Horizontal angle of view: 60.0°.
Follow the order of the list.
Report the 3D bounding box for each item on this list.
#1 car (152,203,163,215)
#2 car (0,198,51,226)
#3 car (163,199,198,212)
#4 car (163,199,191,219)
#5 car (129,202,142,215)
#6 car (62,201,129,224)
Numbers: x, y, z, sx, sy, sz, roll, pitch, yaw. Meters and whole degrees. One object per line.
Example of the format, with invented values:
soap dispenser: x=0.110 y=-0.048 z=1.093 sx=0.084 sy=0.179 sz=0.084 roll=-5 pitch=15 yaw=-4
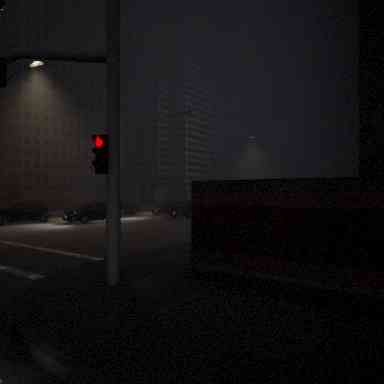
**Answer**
car: x=-1.877 y=1.491 z=32.698 sx=2.128 sy=1.511 sz=4.902 roll=0 pitch=0 yaw=36
car: x=-12.638 y=1.352 z=23.772 sx=2.097 sy=1.767 sz=4.553 roll=0 pitch=0 yaw=36
car: x=-1.301 y=1.564 z=39.451 sx=1.994 sy=1.385 sz=4.181 roll=0 pitch=0 yaw=36
car: x=-0.102 y=1.526 z=28.841 sx=1.812 sy=1.442 sz=4.674 roll=0 pitch=0 yaw=36
car: x=-7.099 y=1.547 z=31.458 sx=2.033 sy=1.411 sz=5.357 roll=0 pitch=0 yaw=36
car: x=-7.377 y=1.505 z=25.101 sx=1.837 sy=1.490 sz=4.892 roll=0 pitch=0 yaw=36
